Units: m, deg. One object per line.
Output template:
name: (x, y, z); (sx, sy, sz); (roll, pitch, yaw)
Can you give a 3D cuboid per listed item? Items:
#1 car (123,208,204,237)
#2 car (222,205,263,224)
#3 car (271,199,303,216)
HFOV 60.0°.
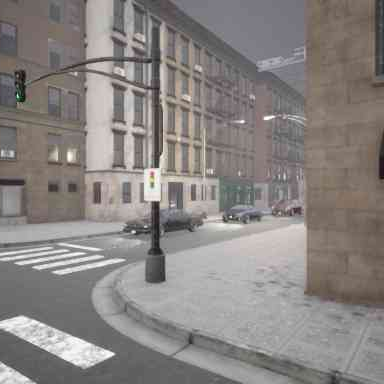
car: (-1.388, 1.630, 18.861); (2.033, 1.411, 5.357); (0, 0, 35)
car: (4.064, 1.696, 26.503); (1.994, 1.385, 4.181); (0, 0, 36)
car: (9.979, 1.539, 34.789); (2.097, 1.767, 4.553); (0, 0, 35)
